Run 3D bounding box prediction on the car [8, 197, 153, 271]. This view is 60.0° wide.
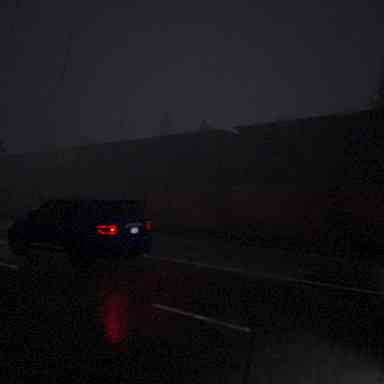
[{"bbox_3d":[-3.813,1.168,11.012,5.566,2.045,2.150,0,0,36],"label":"car"}]
